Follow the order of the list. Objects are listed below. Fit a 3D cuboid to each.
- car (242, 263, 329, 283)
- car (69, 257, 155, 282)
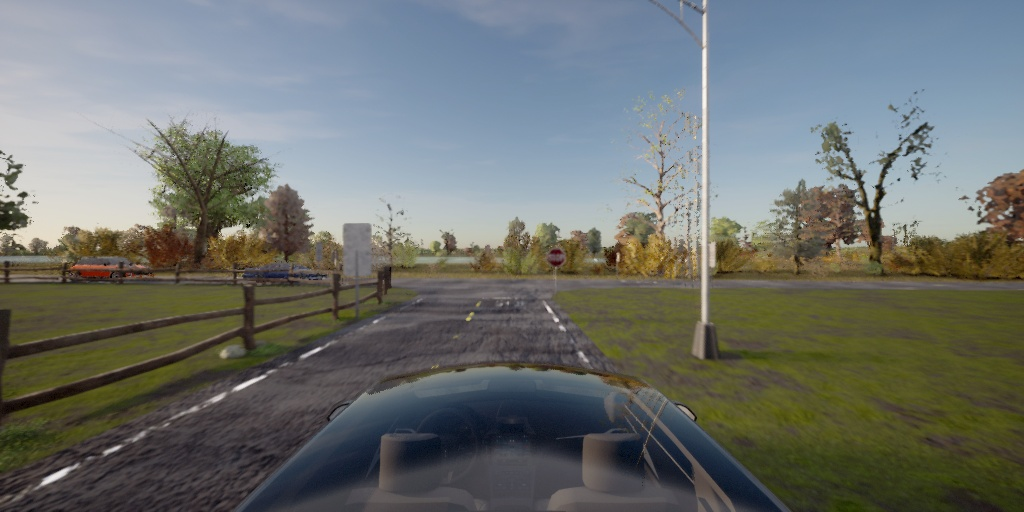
[{"bbox_3d":[-16.133,1.189,25.707,5.357,1.411,2.033,1,0,0],"label":"car"},{"bbox_3d":[-28.580,0.877,25.747,4.553,1.767,2.097,0,0,0],"label":"car"}]
